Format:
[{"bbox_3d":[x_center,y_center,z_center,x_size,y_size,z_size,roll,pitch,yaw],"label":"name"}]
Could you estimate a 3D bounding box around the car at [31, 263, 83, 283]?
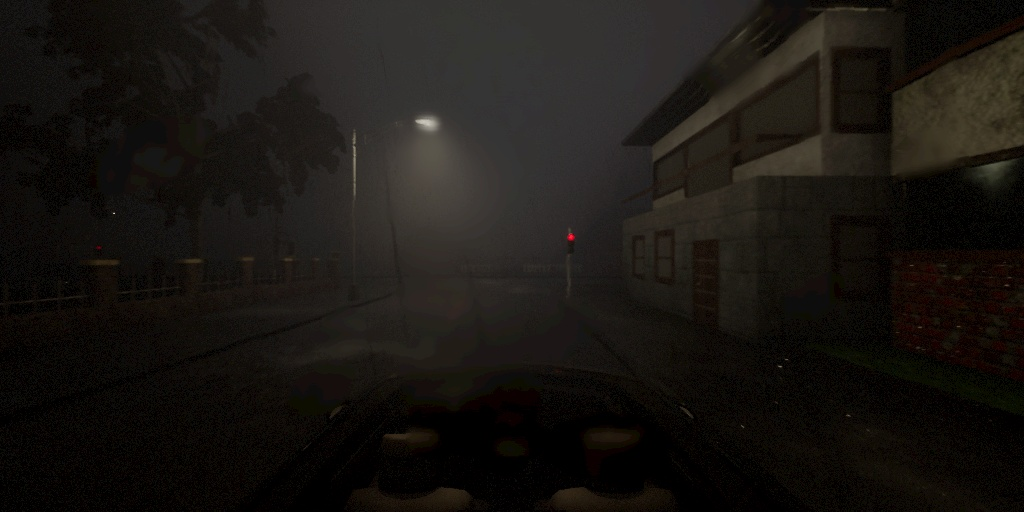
[{"bbox_3d":[-33.010,1.252,27.042,4.892,1.490,1.837,0,0,0],"label":"car"}]
